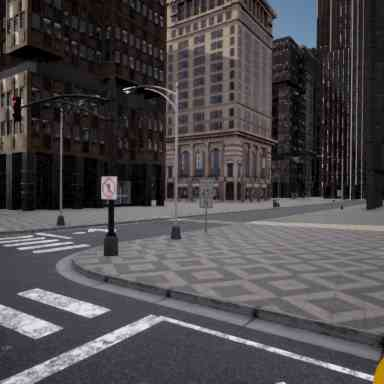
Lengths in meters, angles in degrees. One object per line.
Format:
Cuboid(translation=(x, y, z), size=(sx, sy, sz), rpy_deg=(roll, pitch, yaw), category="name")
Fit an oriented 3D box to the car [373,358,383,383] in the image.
Cuboid(translation=(3.469, 1.478, 1.219), size=(5.008, 1.535, 1.882), rpy_deg=(0, 0, 35), category="car")
